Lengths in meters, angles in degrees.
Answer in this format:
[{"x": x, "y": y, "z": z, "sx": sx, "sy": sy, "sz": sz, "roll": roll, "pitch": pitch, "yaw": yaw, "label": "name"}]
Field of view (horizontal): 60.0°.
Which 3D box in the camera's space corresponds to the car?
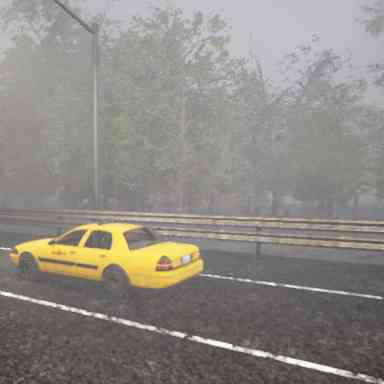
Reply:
[{"x": -2.362, "y": 1.447, "z": 8.424, "sx": 5.366, "sy": 1.575, "sz": 1.801, "roll": 0, "pitch": 0, "yaw": 29, "label": "car"}]
